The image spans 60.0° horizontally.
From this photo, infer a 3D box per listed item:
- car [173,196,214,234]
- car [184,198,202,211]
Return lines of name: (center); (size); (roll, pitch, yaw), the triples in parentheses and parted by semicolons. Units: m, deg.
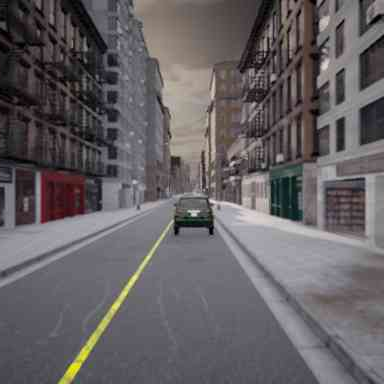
car: (0.104, 1.220, 19.335); (2.150, 2.045, 5.566); (0, 0, 0)
car: (0.108, 1.482, 40.743); (2.128, 1.511, 4.902); (0, 0, 0)
